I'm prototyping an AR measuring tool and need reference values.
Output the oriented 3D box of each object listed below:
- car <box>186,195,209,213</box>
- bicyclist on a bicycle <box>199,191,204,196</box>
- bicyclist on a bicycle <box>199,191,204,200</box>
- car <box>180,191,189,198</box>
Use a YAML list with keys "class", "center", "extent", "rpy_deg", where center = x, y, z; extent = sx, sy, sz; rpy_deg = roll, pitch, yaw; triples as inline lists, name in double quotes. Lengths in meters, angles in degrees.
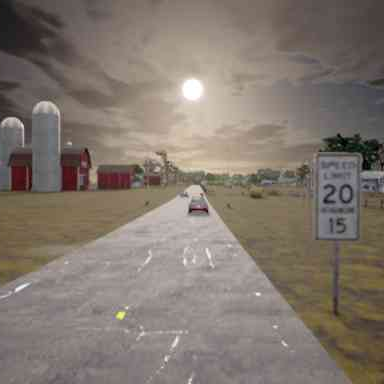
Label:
- class: "car"
  center: [0.617, 1.288, 33.064]
  extent: [1.994, 1.385, 4.181]
  rpy_deg: [0, 1, 0]
- class: "bicyclist on a bicycle"
  center: [1.589, 0.854, 53.333]
  extent: [0.582, 1.620, 1.656]
  rpy_deg: [0, 1, 1]
- class: "bicyclist on a bicycle"
  center: [1.732, 0.641, 62.323]
  extent: [0.866, 1.612, 1.509]
  rpy_deg: [0, 1, 1]
- class: "car"
  center: [-1.629, 0.449, 71.186]
  extent: [2.033, 1.411, 5.357]
  rpy_deg: [0, 2, 1]
